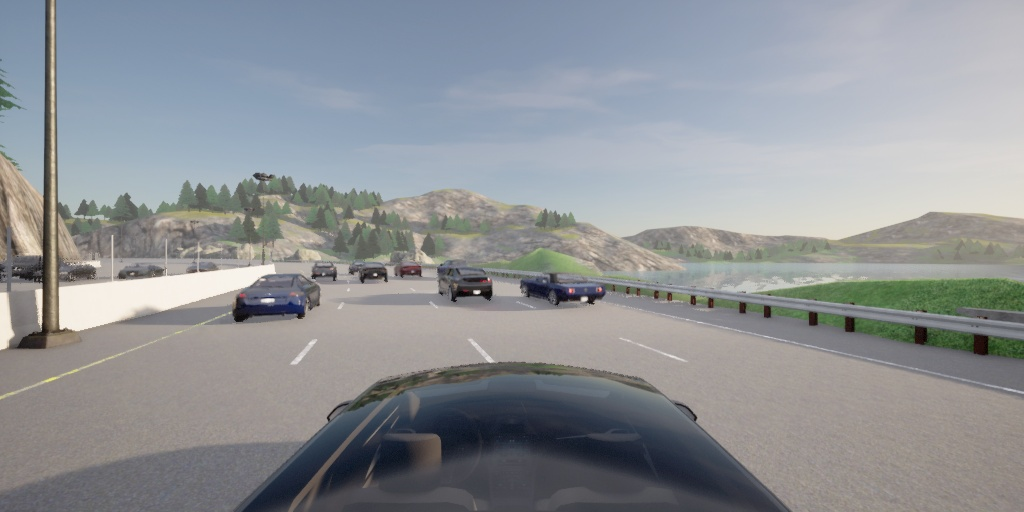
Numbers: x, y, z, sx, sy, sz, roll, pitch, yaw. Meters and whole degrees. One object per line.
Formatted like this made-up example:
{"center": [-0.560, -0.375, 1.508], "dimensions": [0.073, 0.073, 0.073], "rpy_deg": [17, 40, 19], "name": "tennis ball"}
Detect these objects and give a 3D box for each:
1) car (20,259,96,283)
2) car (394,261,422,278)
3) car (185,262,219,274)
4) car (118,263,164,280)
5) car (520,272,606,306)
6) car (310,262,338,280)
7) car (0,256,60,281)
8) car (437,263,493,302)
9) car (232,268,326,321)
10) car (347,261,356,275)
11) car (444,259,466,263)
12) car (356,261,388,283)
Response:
{"center": [-34.535, 1.241, 27.782], "dimensions": [2.128, 1.511, 4.902], "rpy_deg": [0, 0, -29], "name": "car"}
{"center": [-9.956, 1.227, 34.089], "dimensions": [1.882, 1.535, 5.008], "rpy_deg": [0, 0, -27], "name": "car"}
{"center": [-31.461, 1.297, 36.553], "dimensions": [2.033, 1.411, 5.357], "rpy_deg": [0, 0, -31], "name": "car"}
{"center": [-32.732, 1.314, 31.728], "dimensions": [1.994, 1.385, 4.181], "rpy_deg": [0, 0, -30], "name": "car"}
{"center": [1.990, 1.350, 15.803], "dimensions": [1.895, 1.301, 4.718], "rpy_deg": [0, 0, -21], "name": "car"}
{"center": [-16.023, 1.241, 30.591], "dimensions": [2.128, 1.511, 4.902], "rpy_deg": [0, 0, -27], "name": "car"}
{"center": [-39.386, 0.973, 29.300], "dimensions": [2.150, 2.045, 5.566], "rpy_deg": [0, 0, -30], "name": "car"}
{"center": [-2.344, 1.255, 17.270], "dimensions": [1.837, 1.490, 4.892], "rpy_deg": [0, 0, -21], "name": "car"}
{"center": [-8.077, 1.314, 12.672], "dimensions": [1.994, 1.385, 4.181], "rpy_deg": [0, 0, -21], "name": "car"}
{"center": [-16.914, 1.276, 39.613], "dimensions": [1.812, 1.442, 4.674], "rpy_deg": [0, 0, -29], "name": "car"}
{"center": [-5.387, 1.102, 32.747], "dimensions": [2.097, 1.767, 4.553], "rpy_deg": [0, 0, -26], "name": "car"}
{"center": [-11.095, 1.228, 28.491], "dimensions": [1.882, 1.535, 5.008], "rpy_deg": [0, 0, -26], "name": "car"}
